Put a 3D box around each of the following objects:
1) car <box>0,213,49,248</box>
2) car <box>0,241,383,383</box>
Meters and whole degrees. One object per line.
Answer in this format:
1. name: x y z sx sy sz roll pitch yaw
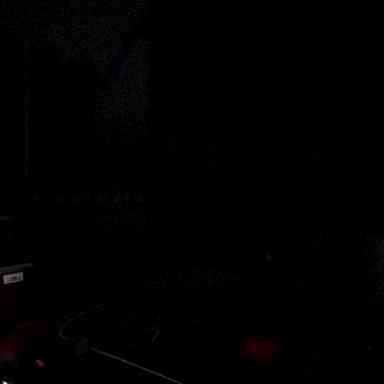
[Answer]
1. car: -4.500 1.315 6.156 5.009 1.841 2.192 0 0 35
2. car: -0.066 1.440 3.007 4.097 1.590 1.967 0 0 35
